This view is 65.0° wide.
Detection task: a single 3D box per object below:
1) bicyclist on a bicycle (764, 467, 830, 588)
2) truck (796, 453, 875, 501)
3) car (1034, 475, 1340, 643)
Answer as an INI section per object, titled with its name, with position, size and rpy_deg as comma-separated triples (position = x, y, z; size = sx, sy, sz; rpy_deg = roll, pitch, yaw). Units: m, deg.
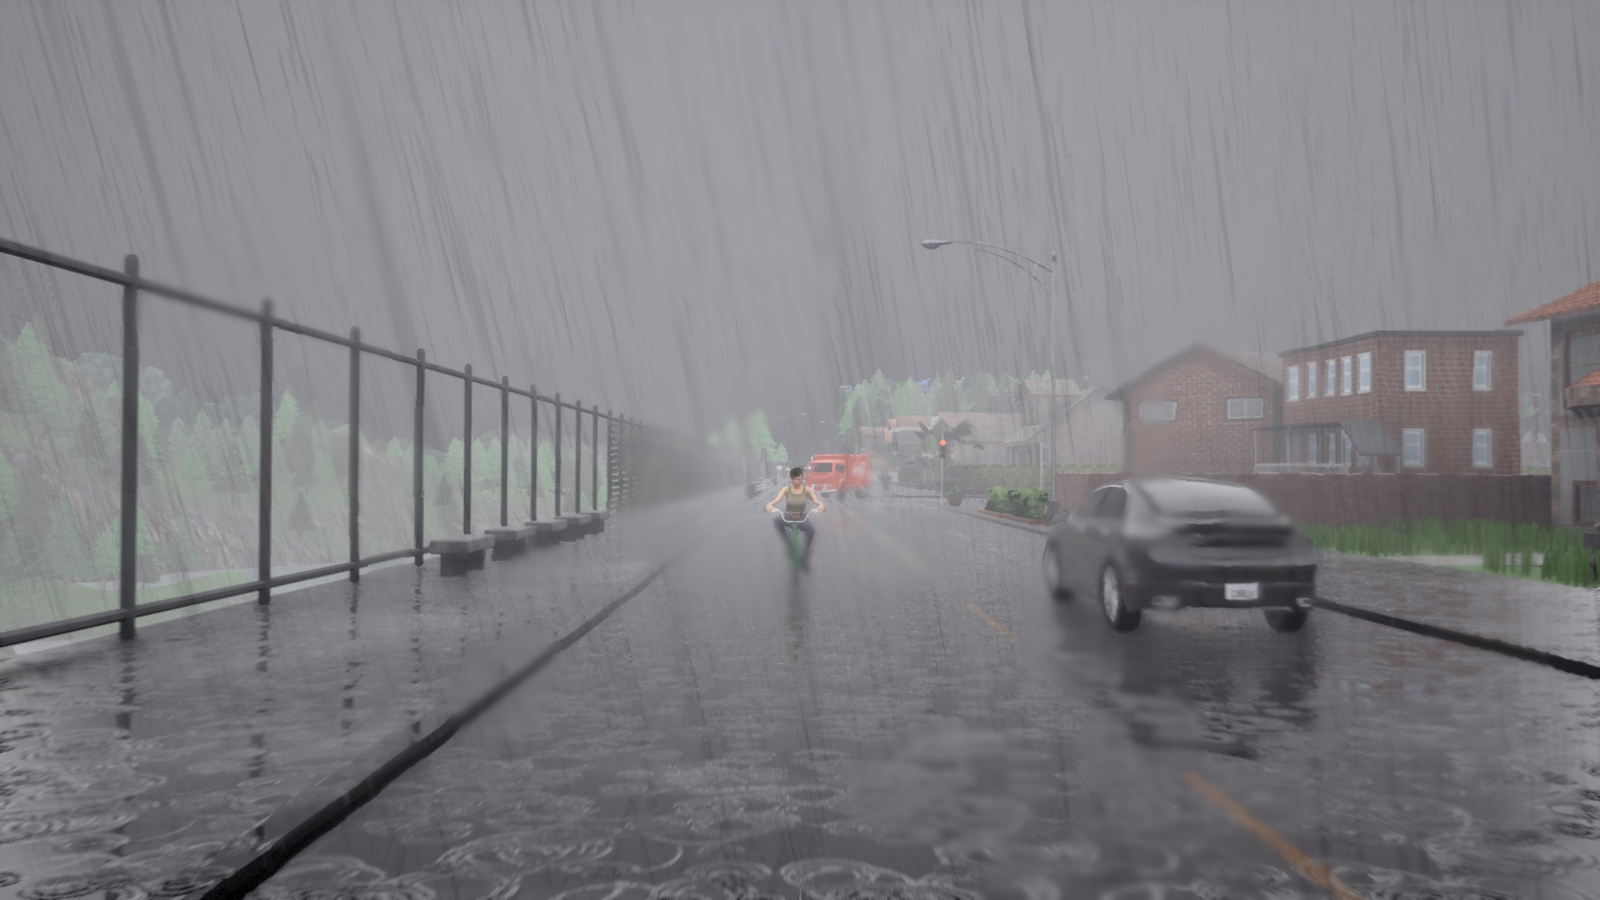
[bicyclist on a bicycle]
position = -0.038, 1.044, 17.496
size = 0.866, 1.612, 1.509
rpy_deg = 0, -1, 0
[truck]
position = 2.004, 1.470, 68.860
size = 2.627, 2.467, 5.204
rpy_deg = -1, -1, 22
[car]
position = 3.966, 1.035, 13.830
size = 1.837, 1.490, 4.892
rpy_deg = 0, -1, 0
